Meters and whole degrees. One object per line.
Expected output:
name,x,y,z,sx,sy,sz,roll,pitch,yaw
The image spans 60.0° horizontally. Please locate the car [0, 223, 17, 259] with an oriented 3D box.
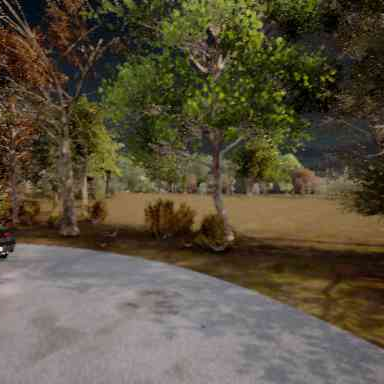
car,-8.307,1.618,11.569,4.892,1.490,1.837,-1,0,25
